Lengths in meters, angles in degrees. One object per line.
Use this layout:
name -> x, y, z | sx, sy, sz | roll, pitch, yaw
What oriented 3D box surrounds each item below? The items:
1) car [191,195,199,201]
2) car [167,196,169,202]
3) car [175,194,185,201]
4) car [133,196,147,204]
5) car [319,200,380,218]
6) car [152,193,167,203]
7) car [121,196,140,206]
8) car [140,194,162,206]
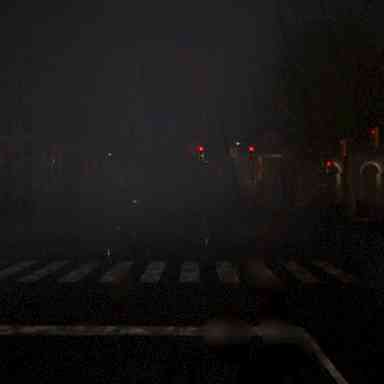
car -> 0.722, 1.415, 78.746 | 2.128, 1.511, 4.902 | 0, 0, 1
car -> -6.334, 1.562, 75.577 | 1.895, 1.301, 4.718 | 0, 0, 1
car -> -2.778, 1.244, 78.775 | 2.097, 1.767, 4.553 | 0, 0, 1
car -> -10.057, 1.534, 64.850 | 1.994, 1.385, 4.181 | 0, 0, 2
car -> 13.820, 1.464, 29.400 | 5.008, 1.535, 1.882 | 0, 0, 1
car -> -6.570, 1.497, 64.553 | 1.812, 1.442, 4.674 | 0, 0, 2
car -> -10.184, 1.523, 54.487 | 2.033, 1.411, 5.357 | 0, 0, 1
car -> -6.691, 1.523, 54.315 | 2.033, 1.411, 5.357 | 0, 0, 1
